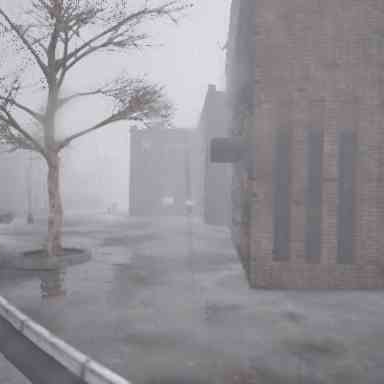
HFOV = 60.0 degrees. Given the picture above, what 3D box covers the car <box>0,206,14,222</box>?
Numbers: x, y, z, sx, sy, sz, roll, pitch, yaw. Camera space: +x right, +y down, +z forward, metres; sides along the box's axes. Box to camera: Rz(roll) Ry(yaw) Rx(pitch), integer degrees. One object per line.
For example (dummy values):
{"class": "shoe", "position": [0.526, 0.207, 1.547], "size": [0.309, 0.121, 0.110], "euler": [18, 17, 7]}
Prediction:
{"class": "car", "position": [-16.010, 1.808, 26.905], "size": [1.994, 1.385, 4.181], "euler": [1, -1, -9]}
